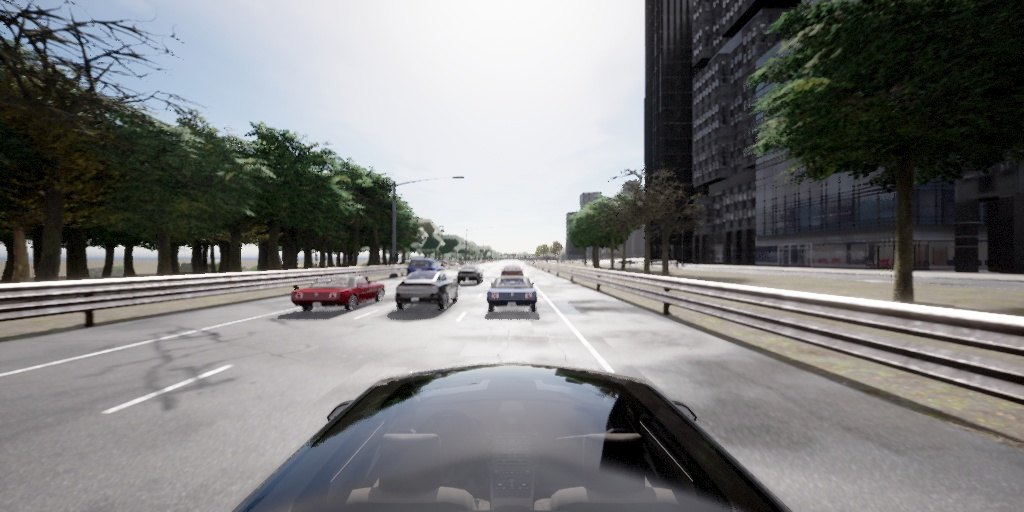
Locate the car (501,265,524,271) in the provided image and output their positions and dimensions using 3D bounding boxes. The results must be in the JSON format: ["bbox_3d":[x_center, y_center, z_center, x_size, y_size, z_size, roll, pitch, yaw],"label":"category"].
[{"bbox_3d":[0.028,1.507,31.102,1.882,1.535,5.008,0,0,1],"label":"car"}]

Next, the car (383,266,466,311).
[{"bbox_3d":[-3.478,1.375,15.364,2.128,1.511,4.902,0,0,1],"label":"car"}]

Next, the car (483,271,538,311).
[{"bbox_3d":[0.018,1.481,15.102,1.895,1.301,4.718,0,-1,1],"label":"car"}]

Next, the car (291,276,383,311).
[{"bbox_3d":[-6.982,1.481,15.097,1.895,1.301,4.718,0,-1,0],"label":"car"}]

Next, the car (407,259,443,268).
[{"bbox_3d":[-6.992,1.239,29.435,2.150,2.045,5.566,0,0,0],"label":"car"}]

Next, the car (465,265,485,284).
[{"bbox_3d":[-3.479,1.530,30.354,1.837,1.490,4.892,0,0,1],"label":"car"}]
